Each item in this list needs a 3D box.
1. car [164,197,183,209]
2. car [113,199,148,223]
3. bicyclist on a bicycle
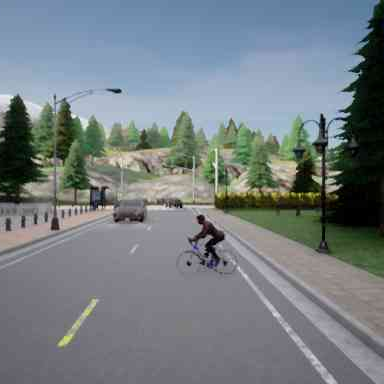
[{"bbox_3d":[-2.577,1.484,45.797,1.837,1.490,4.892,0,0,-15],"label":"car"},{"bbox_3d":[-4.604,1.337,25.403,2.097,1.767,4.553,0,0,-2],"label":"car"},{"bbox_3d":[0.397,1.433,8.882,1.656,1.620,0.582,0,0,-3],"label":"bicyclist on a bicycle"}]
